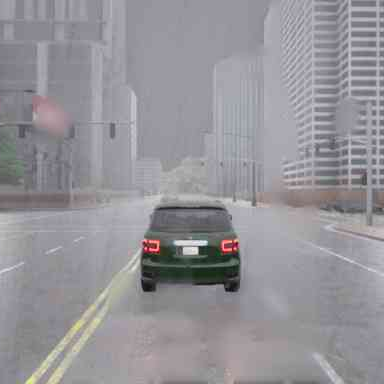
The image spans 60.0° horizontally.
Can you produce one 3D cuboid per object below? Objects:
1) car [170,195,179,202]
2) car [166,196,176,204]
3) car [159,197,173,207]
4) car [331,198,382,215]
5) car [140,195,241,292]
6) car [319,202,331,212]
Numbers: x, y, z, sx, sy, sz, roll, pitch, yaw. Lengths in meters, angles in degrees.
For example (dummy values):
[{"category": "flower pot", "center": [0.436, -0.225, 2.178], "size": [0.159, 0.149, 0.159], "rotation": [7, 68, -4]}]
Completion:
[{"category": "car", "center": [-4.228, 1.474, 80.588], "size": [1.882, 1.535, 5.008], "rotation": [0, 0, -1]}, {"category": "car", "center": [-4.123, 1.525, 65.811], "size": [1.812, 1.442, 4.674], "rotation": [0, 0, 0]}, {"category": "car", "center": [-4.054, 1.503, 52.412], "size": [1.837, 1.490, 4.892], "rotation": [0, 0, 0]}, {"category": "car", "center": [16.958, 1.563, 33.879], "size": [4.181, 1.385, 1.994], "rotation": [0, 0, -2]}, {"category": "car", "center": [-0.027, 1.221, 9.056], "size": [2.150, 2.045, 5.566], "rotation": [0, 0, 0]}, {"category": "car", "center": [16.825, 1.504, 37.412], "size": [4.892, 1.490, 1.837], "rotation": [0, 0, 0]}]
